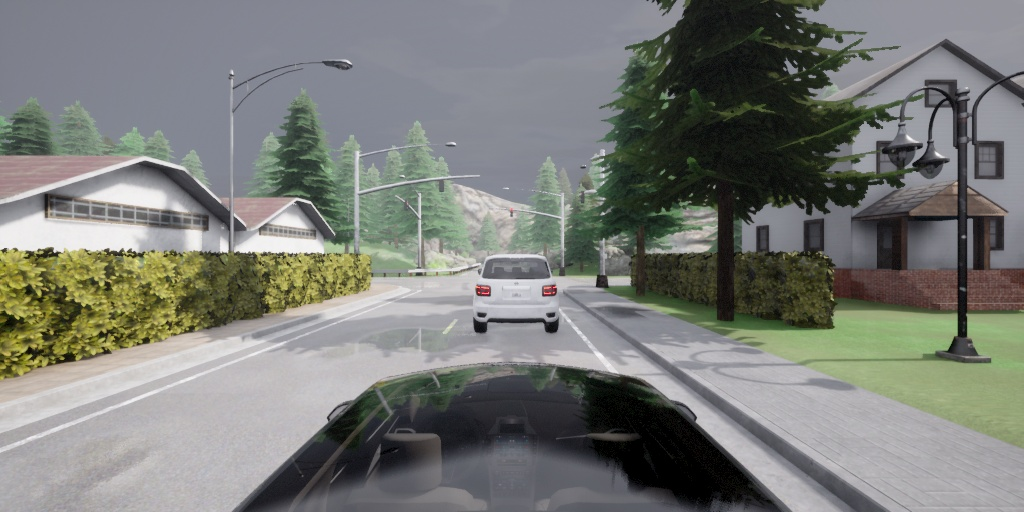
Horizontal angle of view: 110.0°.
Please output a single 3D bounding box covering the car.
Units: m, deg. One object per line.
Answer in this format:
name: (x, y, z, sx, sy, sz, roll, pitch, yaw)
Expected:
car: (0.105, 0.971, 10.892, 2.150, 2.045, 5.566, 0, 0, 0)
